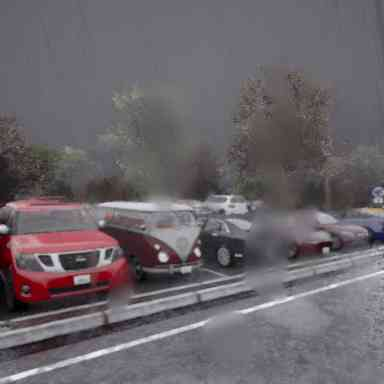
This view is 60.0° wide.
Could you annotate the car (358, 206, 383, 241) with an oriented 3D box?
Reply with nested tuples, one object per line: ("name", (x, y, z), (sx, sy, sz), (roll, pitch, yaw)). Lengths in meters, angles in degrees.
("car", (7.685, 1.585, 16.533), (2.163, 1.488, 4.792), (0, 0, -35))

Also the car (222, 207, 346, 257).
("car", (3.177, 1.574, 13.267), (2.163, 1.488, 4.792), (0, 0, -35))

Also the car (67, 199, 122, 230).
("car", (-6.660, 1.412, 22.324), (2.185, 1.767, 4.553), (0, 0, -35))

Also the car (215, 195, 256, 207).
("car", (2.394, 1.308, 28.816), (2.435, 2.045, 5.566), (0, 0, -35))

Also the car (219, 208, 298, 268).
("car", (0.893, 1.540, 11.676), (2.231, 1.521, 4.892), (0, 0, -35))

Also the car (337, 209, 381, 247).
("car", (5.429, 1.590, 14.902), (2.002, 1.452, 4.674), (0, 0, -35))

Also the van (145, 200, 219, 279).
("van", (-1.415, 1.307, 9.905), (1.878, 1.987, 4.442), (0, 0, -35))

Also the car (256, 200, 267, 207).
("car", (4.701, 1.439, 30.377), (2.185, 1.767, 4.553), (0, 0, -35))

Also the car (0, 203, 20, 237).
("car", (-11.431, 1.524, 19.208), (1.946, 1.575, 5.366), (0, 0, -35))

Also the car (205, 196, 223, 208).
("car", (0.018, 1.428, 27.135), (2.185, 1.767, 4.553), (0, 0, -35))

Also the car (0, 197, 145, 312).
("car", (-3.635, 1.277, 8.439), (2.435, 2.045, 5.566), (0, 0, -35))
